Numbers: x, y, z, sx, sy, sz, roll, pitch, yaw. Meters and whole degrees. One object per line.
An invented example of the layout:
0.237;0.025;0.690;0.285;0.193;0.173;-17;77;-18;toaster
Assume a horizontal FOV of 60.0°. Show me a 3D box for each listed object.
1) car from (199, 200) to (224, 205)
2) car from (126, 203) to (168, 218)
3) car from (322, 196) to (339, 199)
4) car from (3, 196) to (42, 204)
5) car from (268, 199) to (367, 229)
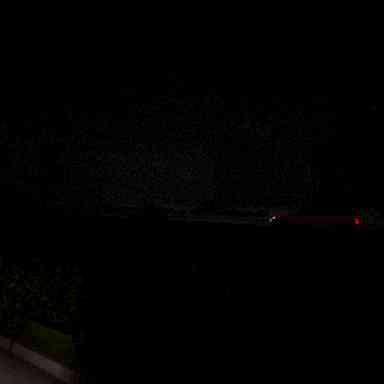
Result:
2.437;1.667;40.816;1.816;1.474;4.193;-1;0;35;car
-3.988;1.672;29.606;1.784;1.438;3.905;-1;0;35;car
13.791;1.373;33.526;1.905;1.878;3.866;-1;0;35;car
-25.057;1.587;49.516;2.150;2.045;5.566;-1;0;36;car
6.103;1.386;16.575;4.553;1.767;2.097;-1;0;36;car
